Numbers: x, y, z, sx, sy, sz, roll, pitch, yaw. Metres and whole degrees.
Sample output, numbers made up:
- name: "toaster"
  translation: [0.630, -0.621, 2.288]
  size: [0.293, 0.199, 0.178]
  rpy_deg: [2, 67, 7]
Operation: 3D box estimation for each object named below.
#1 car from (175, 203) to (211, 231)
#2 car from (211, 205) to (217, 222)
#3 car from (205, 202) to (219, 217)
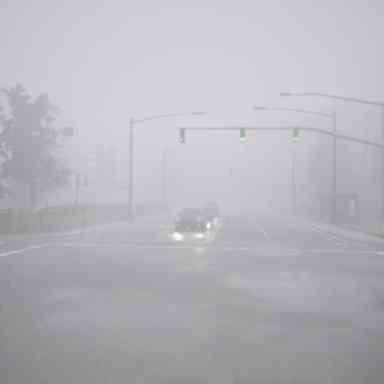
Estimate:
- name: "car"
  translation: [0.019, 2.001, 25.909]
  size: [2.097, 1.767, 4.553]
  rpy_deg: [0, -1, 7]
- name: "car"
  translation: [1.277, 2.459, 35.763]
  size: [1.994, 1.385, 4.181]
  rpy_deg: [0, -1, 7]
- name: "car"
  translation: [2.642, 2.380, 46.348]
  size: [2.150, 2.045, 5.566]
  rpy_deg: [0, -1, 7]
